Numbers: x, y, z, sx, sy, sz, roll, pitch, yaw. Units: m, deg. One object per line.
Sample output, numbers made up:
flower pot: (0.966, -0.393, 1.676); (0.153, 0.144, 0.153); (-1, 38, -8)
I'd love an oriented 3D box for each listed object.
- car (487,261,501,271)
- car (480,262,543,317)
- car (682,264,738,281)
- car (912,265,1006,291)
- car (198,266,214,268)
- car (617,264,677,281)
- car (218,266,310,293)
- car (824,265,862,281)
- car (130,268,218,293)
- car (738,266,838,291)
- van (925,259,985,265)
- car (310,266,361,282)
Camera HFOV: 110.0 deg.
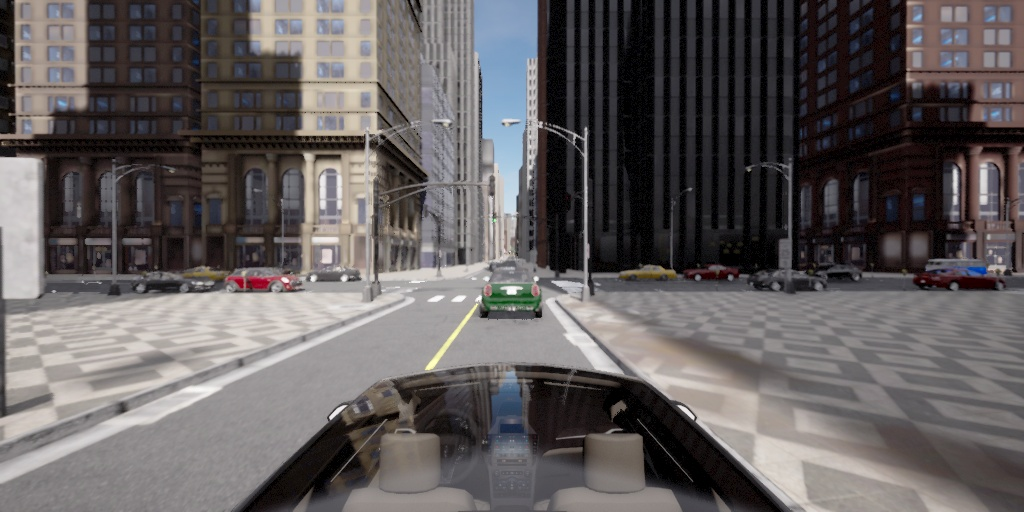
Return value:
car: (-3.024, 1.720, 62.462); (2.128, 1.511, 4.902); (0, 0, 1)
car: (-0.019, 1.198, 13.772); (2.097, 1.767, 4.553); (0, 0, 0)
car: (17.066, 1.419, 30.964); (4.507, 1.381, 1.888); (0, 0, 0)
car: (27.962, 1.460, 22.473); (4.507, 1.381, 1.888); (0, 0, 0)
car: (-26.830, 1.534, 30.826); (4.829, 1.417, 1.751); (0, 0, 0)
car: (11.597, 1.411, 30.946); (4.829, 1.417, 1.751); (0, 0, 0)
car: (-15.326, 1.465, 22.337); (4.097, 1.591, 1.967); (0, 0, 0)
car: (27.666, 1.420, 30.997); (4.313, 1.339, 1.948); (0, 0, 0)
car: (-20.996, 1.596, 22.319); (4.403, 1.370, 2.007); (0, 0, 0)
car: (17.164, 1.485, 22.439); (4.403, 1.370, 2.007); (0, 0, 0)
van: (38.267, 1.181, 31.031); (3.998, 1.789, 1.690); (0, 0, 0)
car: (-15.323, 1.515, 30.862); (4.403, 1.370, 2.007); (0, 0, 0)
